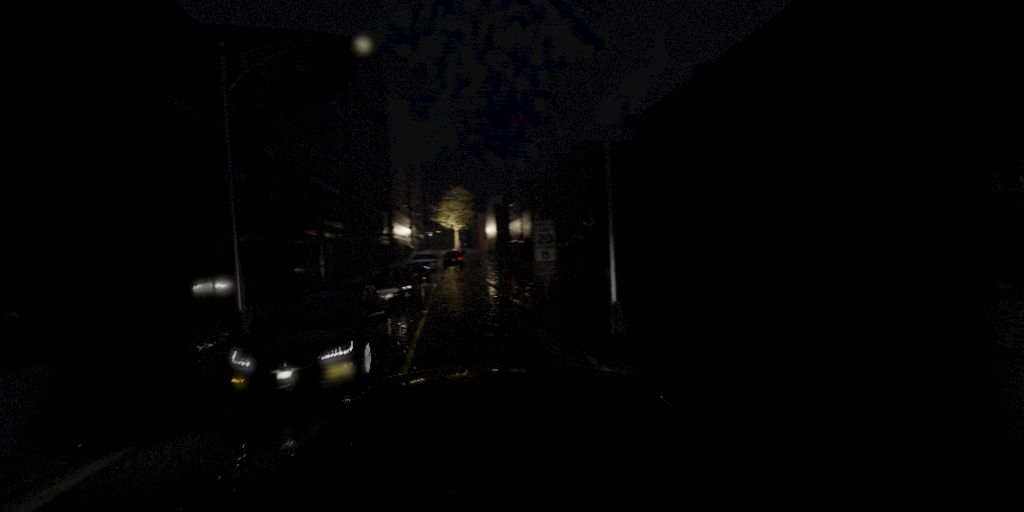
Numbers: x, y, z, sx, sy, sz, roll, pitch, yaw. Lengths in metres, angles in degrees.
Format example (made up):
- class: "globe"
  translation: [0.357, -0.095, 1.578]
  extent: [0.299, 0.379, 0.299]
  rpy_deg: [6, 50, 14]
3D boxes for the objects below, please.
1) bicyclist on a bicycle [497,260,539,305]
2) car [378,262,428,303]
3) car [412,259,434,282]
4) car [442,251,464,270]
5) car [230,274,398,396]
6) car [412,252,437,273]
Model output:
- class: "bicyclist on a bicycle"
  translation: [0.154, 0.928, 13.384]
  extent: [1.656, 1.620, 0.582]
  rpy_deg: [-11, 3, -10]
- class: "car"
  translation: [-5.257, 1.267, 16.455]
  extent: [2.128, 1.511, 4.902]
  rpy_deg: [-3, 1, -10]
- class: "car"
  translation: [-7.012, 1.202, 26.236]
  extent: [1.994, 1.385, 4.181]
  rpy_deg: [-3, 1, -10]
- class: "car"
  translation: [-6.763, 0.429, 41.272]
  extent: [2.150, 2.045, 5.566]
  rpy_deg: [-3, 2, -10]
- class: "car"
  translation: [-3.626, 1.372, 7.280]
  extent: [1.837, 1.490, 4.892]
  rpy_deg: [-3, 1, -12]
- class: "car"
  translation: [-8.914, 0.671, 36.777]
  extent: [2.150, 2.045, 5.566]
  rpy_deg: [-3, 2, -13]
